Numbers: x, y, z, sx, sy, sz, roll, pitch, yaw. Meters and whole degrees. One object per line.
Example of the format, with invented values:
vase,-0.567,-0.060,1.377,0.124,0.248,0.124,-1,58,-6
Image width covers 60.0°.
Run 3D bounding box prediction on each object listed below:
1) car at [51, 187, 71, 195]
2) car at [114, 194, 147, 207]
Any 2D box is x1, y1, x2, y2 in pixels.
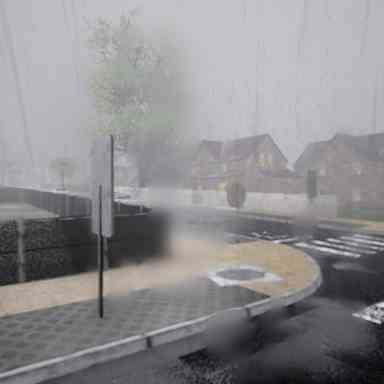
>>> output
car,-18.019,0.102,45.602,1.812,1.442,4.674,0,2,-35
car,-5.562,0.831,27.707,1.895,1.301,4.718,0,2,-35
